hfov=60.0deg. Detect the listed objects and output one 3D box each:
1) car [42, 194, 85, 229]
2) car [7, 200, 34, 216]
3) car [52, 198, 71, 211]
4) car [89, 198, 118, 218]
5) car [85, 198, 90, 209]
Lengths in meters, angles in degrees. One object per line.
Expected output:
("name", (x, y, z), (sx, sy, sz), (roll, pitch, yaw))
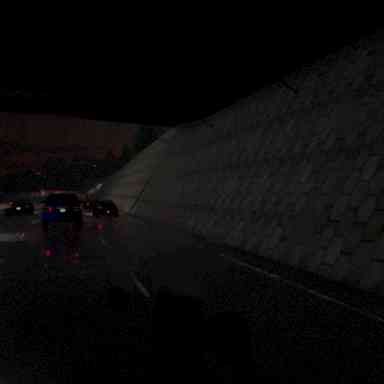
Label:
("car", (-8.258, 1.128, 21.178), (2.150, 2.045, 5.566), (0, 0, -22))
("car", (-15.822, 1.412, 30.793), (1.994, 1.385, 4.181), (0, 0, -22))
("car", (-15.050, 1.431, 38.362), (1.895, 1.301, 4.718), (0, 0, -22))
("car", (-7.623, 1.412, 29.093), (1.812, 1.442, 4.674), (0, 0, -21))
("car", (-12.377, 1.434, 41.124), (1.895, 1.301, 4.718), (0, 0, -21))
